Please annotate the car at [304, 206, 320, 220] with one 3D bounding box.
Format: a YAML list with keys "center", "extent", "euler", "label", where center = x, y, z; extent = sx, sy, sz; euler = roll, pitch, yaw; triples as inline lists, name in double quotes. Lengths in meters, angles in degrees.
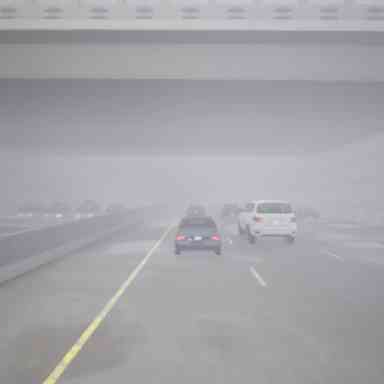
- center: [10.917, 2.009, 32.948]
  extent: [1.895, 1.301, 4.718]
  euler: [0, -1, 1]
  label: "car"

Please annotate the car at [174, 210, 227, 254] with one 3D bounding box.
- center: [0.235, 1.719, 14.245]
  extent: [2.033, 1.411, 5.357]
  euler: [0, -1, 1]
  label: "car"

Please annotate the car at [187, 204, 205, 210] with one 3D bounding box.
- center: [0.436, 1.984, 35.145]
  extent: [1.994, 1.385, 4.181]
  euler: [0, -1, 1]
  label: "car"

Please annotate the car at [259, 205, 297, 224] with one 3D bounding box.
- center: [7.380, 1.906, 29.177]
  extent: [2.033, 1.411, 5.357]
  euler: [0, -1, 1]
  label: "car"

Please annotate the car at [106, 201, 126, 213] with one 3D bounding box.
- center: [-10.163, 2.010, 44.676]
  extent: [2.128, 1.511, 4.902]
  euler: [0, -1, 1]
  label: "car"

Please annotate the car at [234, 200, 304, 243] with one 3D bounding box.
- center: [3.766, 1.435, 17.426]
  extent: [2.150, 2.045, 5.566]
  euler: [0, -1, 1]
  label: "car"

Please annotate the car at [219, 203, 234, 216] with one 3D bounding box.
- center: [3.932, 1.923, 34.624]
  extent: [1.837, 1.490, 4.892]
  euler: [0, -1, 1]
  label: "car"

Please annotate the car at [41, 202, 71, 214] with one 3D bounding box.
- center: [-17.182, 2.013, 42.906]
  extent: [1.812, 1.442, 4.674]
  euler: [0, -1, 1]
  label: "car"

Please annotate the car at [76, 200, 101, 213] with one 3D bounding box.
- center: [-13.671, 1.858, 44.156]
  extent: [2.097, 1.767, 4.553]
  euler: [0, -1, 1]
  label: "car"

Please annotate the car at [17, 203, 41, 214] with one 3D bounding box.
- center: [-20.680, 2.048, 42.957]
  extent: [1.994, 1.385, 4.181]
  euler: [0, -1, 1]
  label: "car"
